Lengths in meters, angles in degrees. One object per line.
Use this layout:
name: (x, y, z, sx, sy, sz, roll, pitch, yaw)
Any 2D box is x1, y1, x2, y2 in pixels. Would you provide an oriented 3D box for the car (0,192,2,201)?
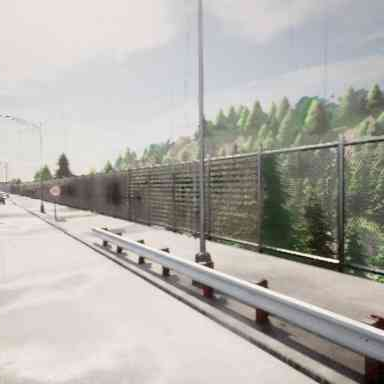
car: (-32.173, 0.759, 54.361, 1.812, 1.442, 4.674, -1, 1, -32)

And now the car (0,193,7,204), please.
car: (-25.941, 0.894, 44.423, 1.812, 1.442, 4.674, -1, 2, -32)
